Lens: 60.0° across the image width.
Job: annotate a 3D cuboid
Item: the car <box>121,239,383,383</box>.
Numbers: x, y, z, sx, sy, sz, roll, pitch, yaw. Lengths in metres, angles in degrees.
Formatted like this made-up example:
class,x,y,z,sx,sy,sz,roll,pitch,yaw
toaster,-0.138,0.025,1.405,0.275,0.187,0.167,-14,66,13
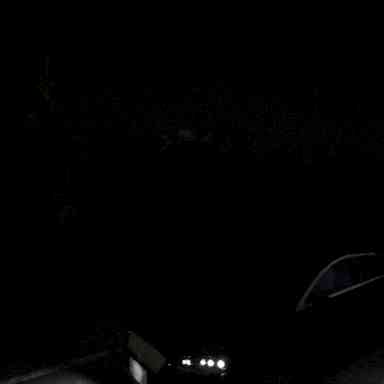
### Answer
class,x,y,z,sx,sy,sz,roll,pitch,yaw
car,1.468,1.491,4.671,4.902,1.511,2.128,0,0,-35
